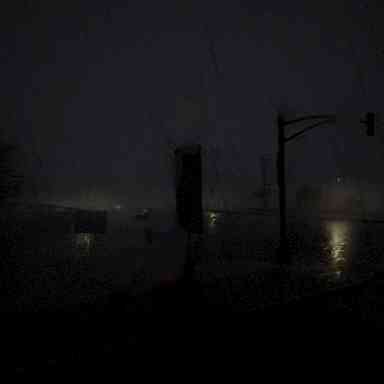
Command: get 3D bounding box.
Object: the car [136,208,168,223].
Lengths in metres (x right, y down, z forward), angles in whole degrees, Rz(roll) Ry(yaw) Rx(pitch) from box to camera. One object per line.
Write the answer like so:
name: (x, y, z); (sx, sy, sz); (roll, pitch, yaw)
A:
car: (-4.148, 2.347, 34.030); (1.994, 1.385, 4.181); (-2, 0, -31)
